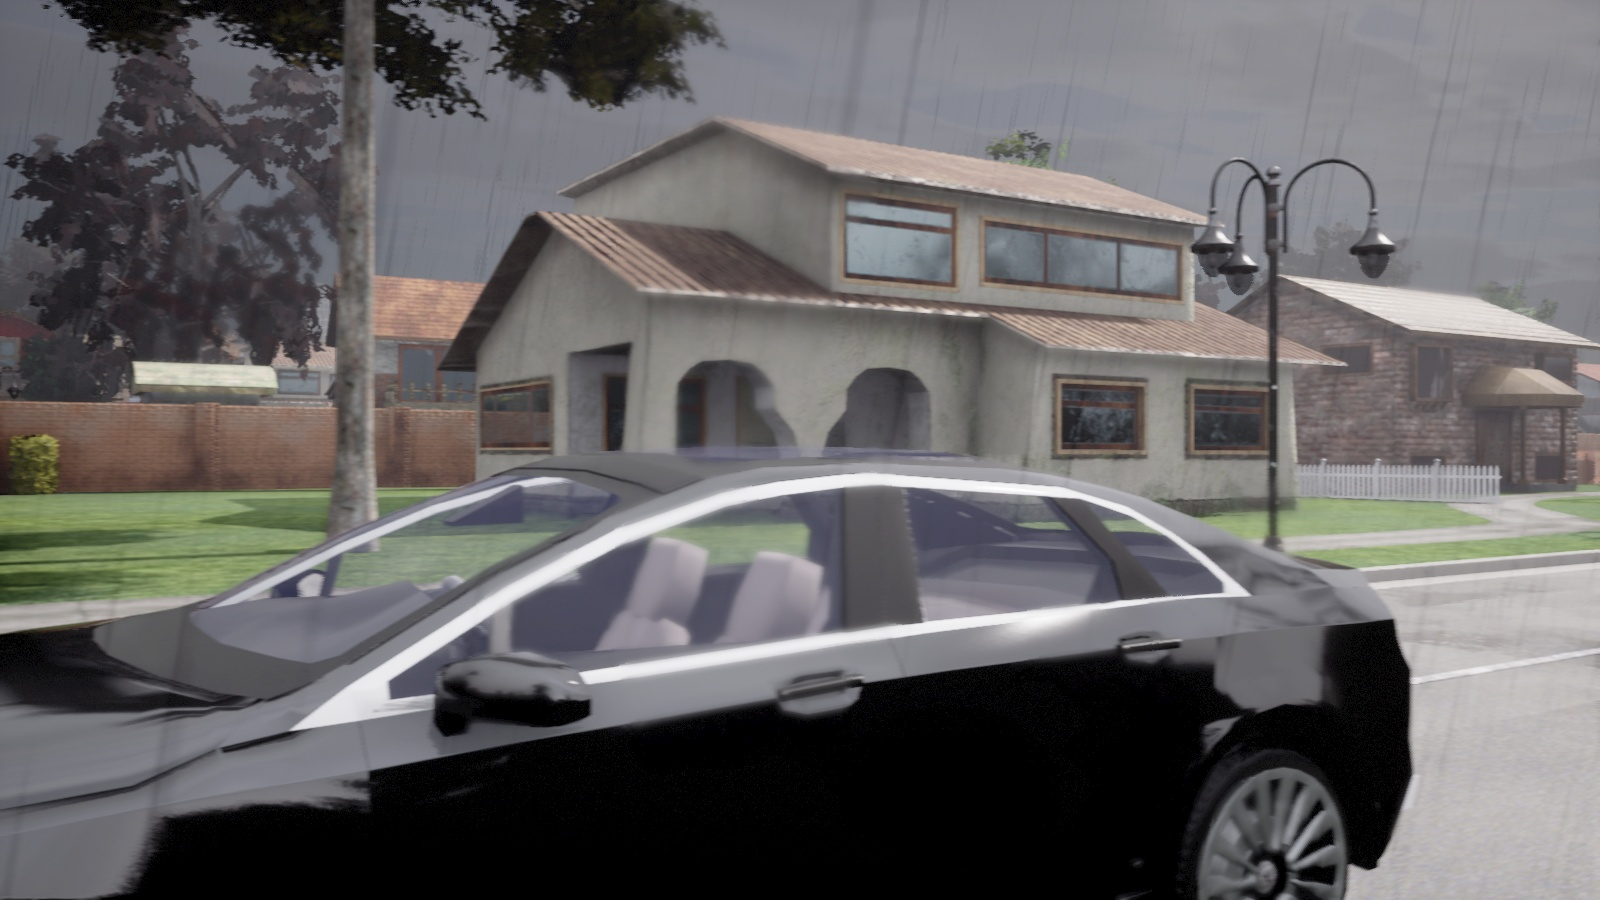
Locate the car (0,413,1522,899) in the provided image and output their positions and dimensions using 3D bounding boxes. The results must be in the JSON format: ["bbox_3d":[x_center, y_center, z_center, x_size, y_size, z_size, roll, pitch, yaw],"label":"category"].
[{"bbox_3d":[-0.526,0.708,3.276,4.902,1.511,2.128,0,0,-32],"label":"car"}]
